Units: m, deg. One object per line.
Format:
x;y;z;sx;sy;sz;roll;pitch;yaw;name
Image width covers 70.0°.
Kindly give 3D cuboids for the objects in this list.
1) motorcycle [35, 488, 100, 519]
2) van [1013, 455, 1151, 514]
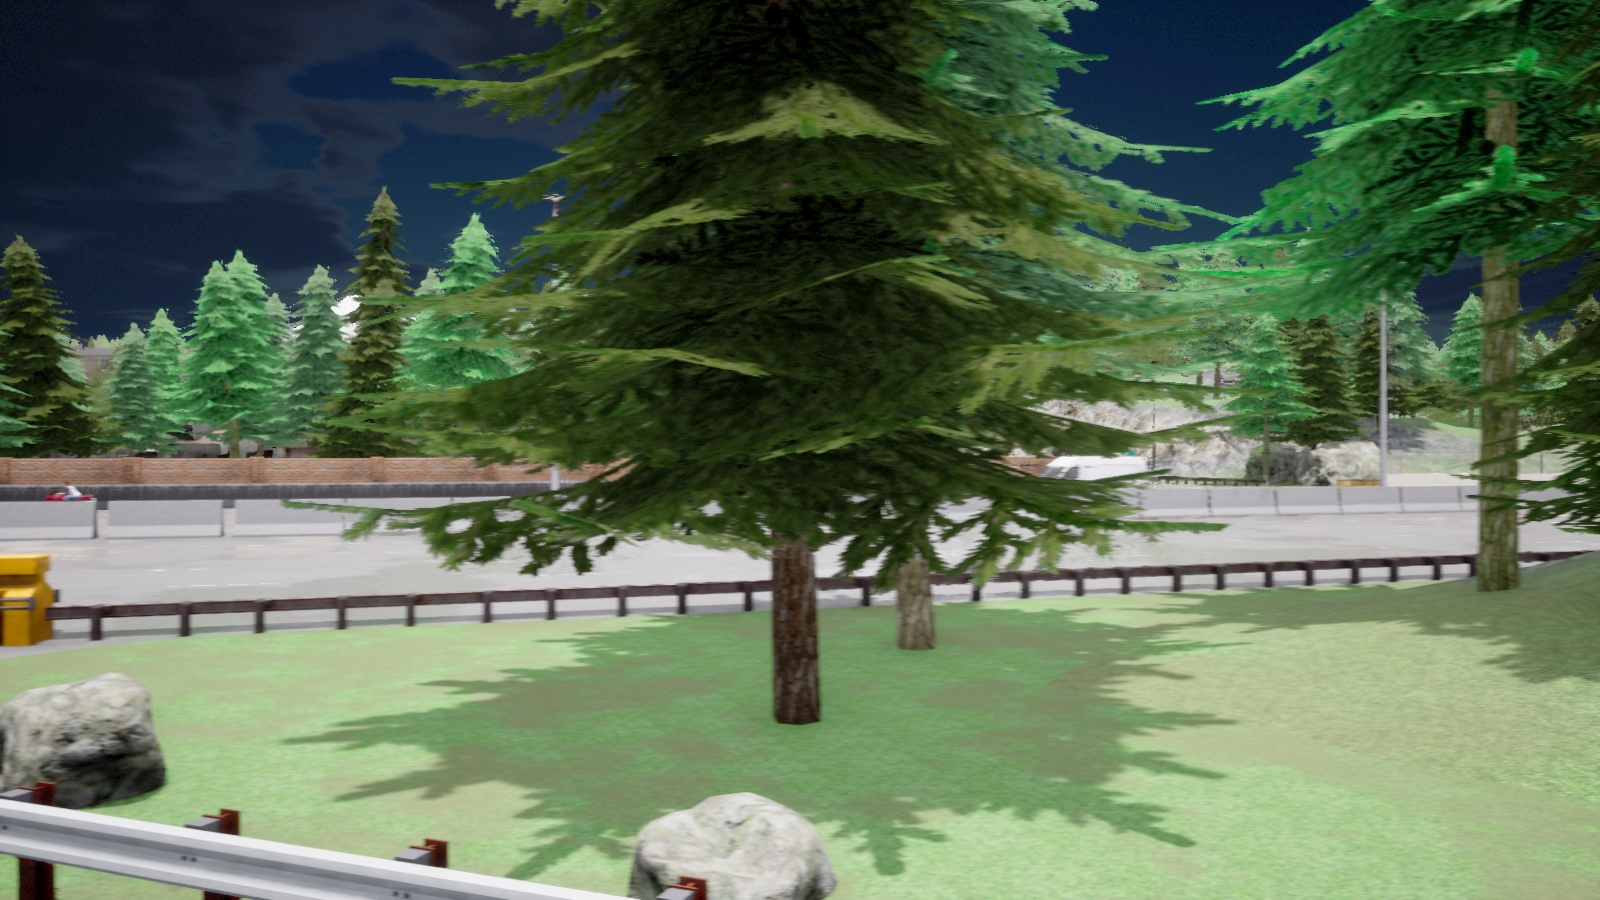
-29.798;2.174;46.508;2.033;1.217;0.803;0;-2;-11;motorcycle
12.772;1.530;51.717;5.915;2.561;1.988;0;0;-18;van
